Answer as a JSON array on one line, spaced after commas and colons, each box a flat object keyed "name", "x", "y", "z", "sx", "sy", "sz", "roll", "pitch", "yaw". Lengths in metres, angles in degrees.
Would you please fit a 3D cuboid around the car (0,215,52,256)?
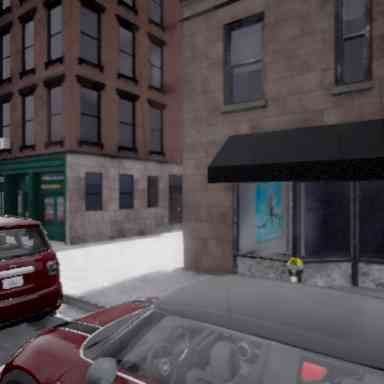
[{"name": "car", "x": -4.383, "y": 1.322, "z": 5.936, "sx": 5.009, "sy": 1.841, "sz": 2.192, "roll": 0, "pitch": 0, "yaw": 35}]

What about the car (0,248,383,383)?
[{"name": "car", "x": 0.226, "y": 1.441, "z": 2.648, "sx": 4.097, "sy": 1.590, "sz": 1.967, "roll": 0, "pitch": 0, "yaw": 35}]
